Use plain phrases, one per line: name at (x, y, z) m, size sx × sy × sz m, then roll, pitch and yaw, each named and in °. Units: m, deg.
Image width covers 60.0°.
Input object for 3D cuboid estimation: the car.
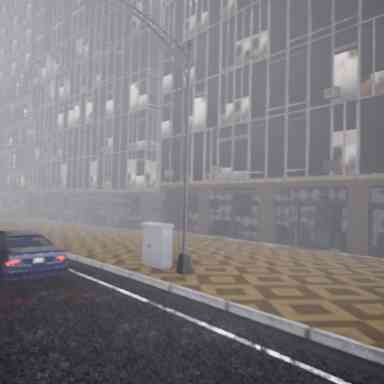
car at (-5.784, 1.931, 10.771) m, size 2.033 × 1.411 × 5.357 m, roll 3°, pitch -3°, yaw -42°
